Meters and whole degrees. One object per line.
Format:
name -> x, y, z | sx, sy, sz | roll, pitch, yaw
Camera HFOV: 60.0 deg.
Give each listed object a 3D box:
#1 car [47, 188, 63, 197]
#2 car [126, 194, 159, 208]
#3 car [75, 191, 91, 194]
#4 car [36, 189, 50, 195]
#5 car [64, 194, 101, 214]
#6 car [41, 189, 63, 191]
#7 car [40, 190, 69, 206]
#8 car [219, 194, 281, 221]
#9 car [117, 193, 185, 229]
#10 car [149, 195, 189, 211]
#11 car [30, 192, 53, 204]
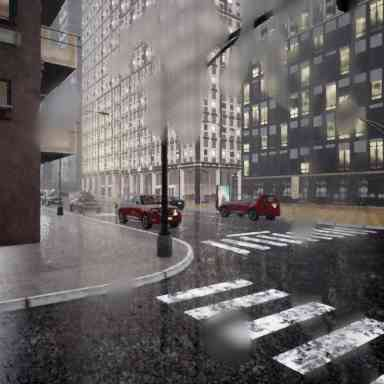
car -> -28.489, 0.099, 69.123 | 1.967, 1.590, 4.097 | 1, 0, -36
car -> -5.661, 0.965, 37.716 | 1.947, 1.339, 4.313 | 1, 0, -36
car -> -15.425, 0.649, 46.720 | 1.837, 1.490, 4.892 | 0, 0, -36
car -> -35.016, -0.011, 78.097 | 1.887, 1.381, 4.507 | 1, 0, -36
car -> -9.140, 1.067, 28.250 | 1.802, 1.307, 4.206 | 2, 0, -36
car -> -25.613, 0.378, 60.732 | 1.994, 1.385, 4.181 | 0, 1, -36
car -> -15.661, 0.827, 37.222 | 2.008, 1.369, 4.403 | 2, 0, -36
car -> 4.131, 1.027, 24.255 | 2.192, 1.841, 5.009 | 1, 0, -36
car -> -2.610, 1.008, 19.278 | 2.192, 1.841, 5.009 | 2, 0, -36
car -> -2.398, 1.070, 33.229 | 1.947, 1.339, 4.313 | 1, 0, -36
car -> -18.923, 0.752, 41.707 | 1.802, 1.307, 4.206 | 2, 0, -36
